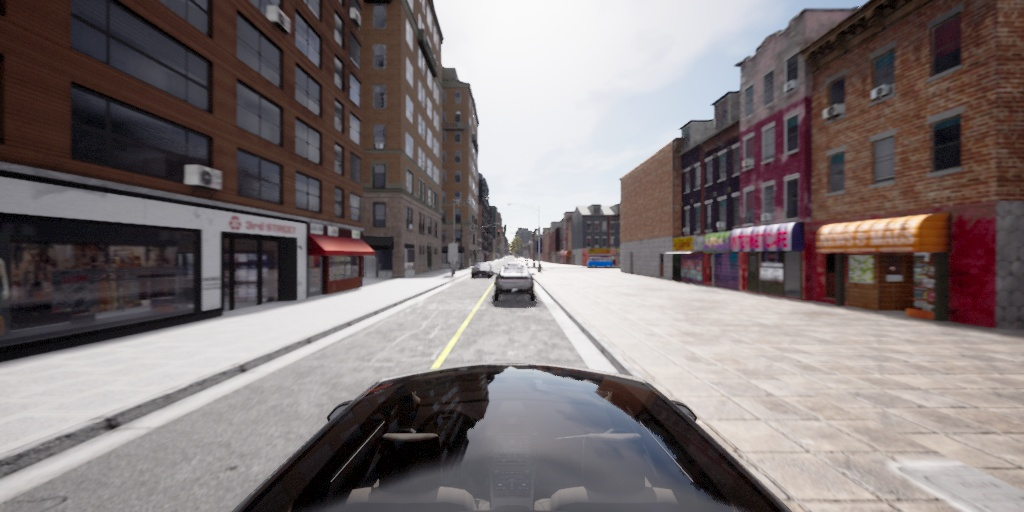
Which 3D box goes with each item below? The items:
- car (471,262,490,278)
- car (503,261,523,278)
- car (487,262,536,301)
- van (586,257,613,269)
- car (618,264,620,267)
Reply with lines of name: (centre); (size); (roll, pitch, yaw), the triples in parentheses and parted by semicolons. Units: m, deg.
car: (-2.757, 1.294, 34.174); (2.033, 1.411, 5.357); (0, 0, 0)
car: (0.105, 1.271, 34.312); (1.812, 1.442, 4.674); (0, 0, 0)
car: (0.105, 1.238, 17.404); (2.128, 1.511, 4.902); (0, 0, 0)
van: (13.752, 1.079, 56.271); (3.998, 1.789, 1.690); (0, 0, 0)
car: (19.194, 1.259, 56.261); (4.829, 1.417, 1.751); (0, 0, 0)
